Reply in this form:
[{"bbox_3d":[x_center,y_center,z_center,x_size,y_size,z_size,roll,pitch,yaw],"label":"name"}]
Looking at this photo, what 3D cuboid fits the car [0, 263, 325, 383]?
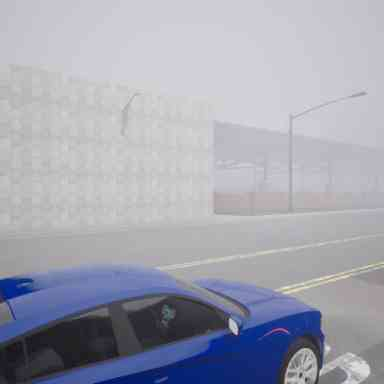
[{"bbox_3d":[-0.712,1.478,3.242,5.008,1.535,1.882,0,0,-36],"label":"car"}]
